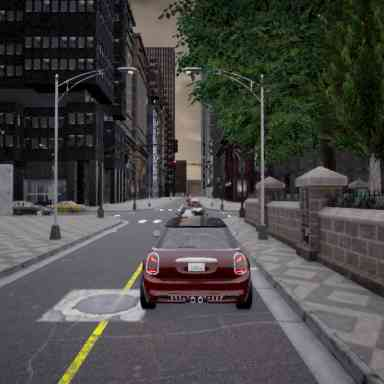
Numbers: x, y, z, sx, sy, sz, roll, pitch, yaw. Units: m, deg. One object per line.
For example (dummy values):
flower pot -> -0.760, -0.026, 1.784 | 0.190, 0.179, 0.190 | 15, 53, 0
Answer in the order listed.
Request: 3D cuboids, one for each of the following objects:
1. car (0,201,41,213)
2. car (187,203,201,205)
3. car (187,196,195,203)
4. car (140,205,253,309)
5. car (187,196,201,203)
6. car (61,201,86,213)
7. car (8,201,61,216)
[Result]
car -> -20.226, 1.709, 38.625 | 4.403, 1.369, 2.008 | 0, -1, 0
car -> 0.044, 1.541, 18.172 | 1.812, 1.442, 4.674 | 0, 0, 0
car -> -0.233, 1.743, 78.663 | 1.994, 1.385, 4.181 | 0, 0, 0
car -> 0.075, 1.357, 8.046 | 2.097, 1.767, 4.553 | 0, 0, 0
car -> 0.284, 1.607, 48.236 | 1.812, 1.442, 4.674 | 0, 0, -3
car -> -14.883, 1.676, 38.612 | 4.829, 1.417, 1.752 | 0, -1, 0
car -> -14.726, 1.518, 30.088 | 4.403, 1.369, 2.008 | 0, -1, 0
